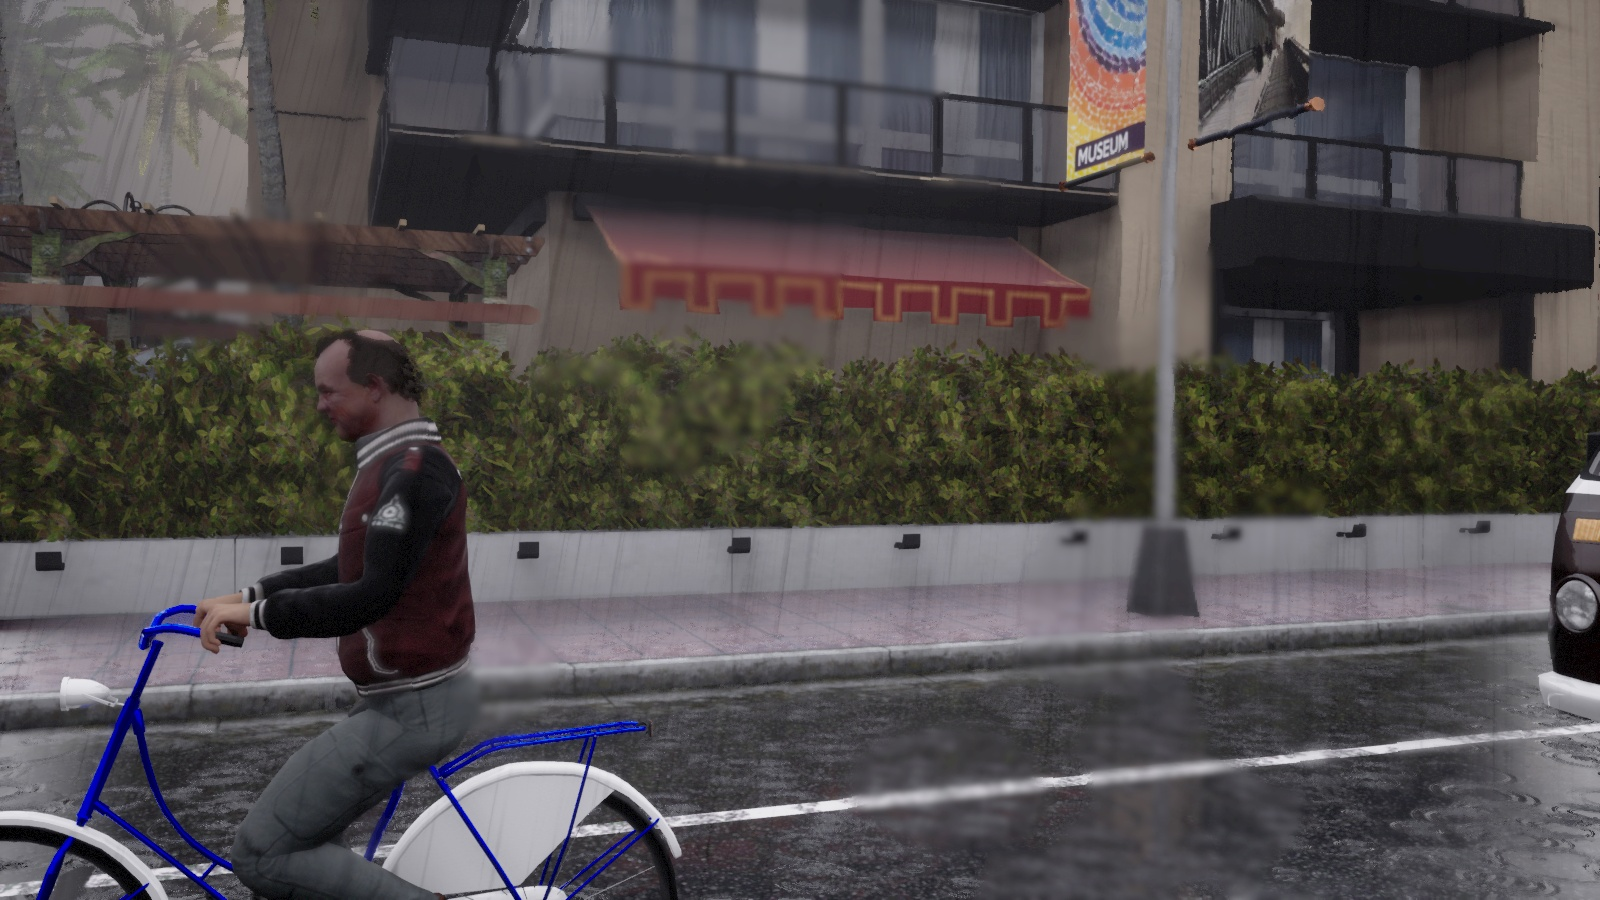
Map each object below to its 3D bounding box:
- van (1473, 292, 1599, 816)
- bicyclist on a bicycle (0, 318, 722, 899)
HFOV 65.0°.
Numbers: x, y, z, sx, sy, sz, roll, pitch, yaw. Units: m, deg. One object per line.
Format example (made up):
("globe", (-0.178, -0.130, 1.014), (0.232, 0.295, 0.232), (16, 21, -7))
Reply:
("van", (5.368, 0.378, 5.225), (4.480, 2.038, 2.069), (-1, 1, -20))
("bicyclist on a bicycle", (-1.157, 0.636, 2.793), (1.843, 1.776, 0.659), (-1, 1, -21))
